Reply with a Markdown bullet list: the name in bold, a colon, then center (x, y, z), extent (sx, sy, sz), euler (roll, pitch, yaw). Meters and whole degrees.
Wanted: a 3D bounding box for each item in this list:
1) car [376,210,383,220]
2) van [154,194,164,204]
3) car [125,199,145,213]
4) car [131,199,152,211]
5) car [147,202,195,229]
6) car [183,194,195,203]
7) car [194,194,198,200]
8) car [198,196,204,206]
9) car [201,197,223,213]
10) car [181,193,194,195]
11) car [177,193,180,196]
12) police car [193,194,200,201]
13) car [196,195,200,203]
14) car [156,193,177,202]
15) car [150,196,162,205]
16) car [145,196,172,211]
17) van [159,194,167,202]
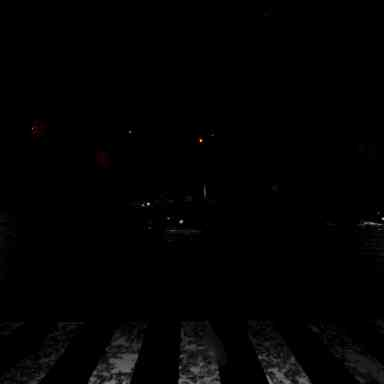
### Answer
- **car**: center (14.710, 1.249, 21.033), extent (5.357, 1.411, 2.033), euler (-1, 0, -1)
- **van**: center (-6.585, 1.361, 66.649), extent (1.690, 1.788, 3.998), euler (0, 0, -1)
- **car**: center (-6.148, 1.556, 36.262), extent (2.008, 1.369, 4.403), euler (0, 0, -1)
- **car**: center (-6.220, 1.558, 41.254), extent (2.008, 1.369, 4.403), euler (0, 0, -1)
- **car**: center (-1.311, 1.565, 21.535), extent (1.994, 1.385, 4.181), euler (0, 0, -20)
- **car**: center (-0.706, 1.620, 65.643), extent (1.895, 1.301, 4.718), euler (0, 0, -1)
- **car**: center (2.000, 1.568, 62.584), extent (2.008, 1.369, 4.403), euler (0, 0, -1)
- **car**: center (2.220, 1.554, 47.269), extent (1.887, 1.381, 4.507), euler (0, 0, -1)
- **car**: center (2.376, 1.556, 36.381), extent (2.008, 1.369, 4.403), euler (0, 0, -1)
- **car**: center (-0.943, 1.550, 75.571), extent (2.128, 1.511, 4.902), euler (0, 0, -1)
- **car**: center (-3.809, 1.507, 61.087), extent (2.128, 1.511, 4.902), euler (0, 0, -1)
- **police car**: center (1.203, 1.464, 90.558), extent (1.930, 1.638, 5.238), euler (0, 0, -1)
- **car**: center (2.142, 1.562, 52.713), extent (2.008, 1.369, 4.403), euler (0, 0, -1)
- **car**: center (-3.654, 1.361, 48.447), extent (2.097, 1.767, 4.553), euler (0, 0, -1)
- **car**: center (-6.505, 1.541, 61.067), extent (1.752, 1.417, 4.829), euler (0, 0, -1)
- **car**: center (-3.470, 1.483, 35.502), extent (1.882, 1.535, 5.008), euler (0, 0, -1)
- **van**: center (-6.741, 1.369, 77.475), extent (1.690, 1.788, 3.998), euler (0, 0, -1)
